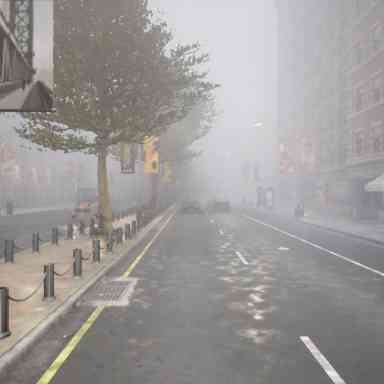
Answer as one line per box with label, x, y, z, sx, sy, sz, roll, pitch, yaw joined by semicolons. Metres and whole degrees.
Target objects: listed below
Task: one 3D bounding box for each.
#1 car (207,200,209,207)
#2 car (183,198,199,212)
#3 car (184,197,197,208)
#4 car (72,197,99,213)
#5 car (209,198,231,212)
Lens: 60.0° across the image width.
car;3.245;1.580;47.338;1.994;1.385;4.181;0;0;0
car;-0.132;1.614;38.939;1.895;1.301;4.718;0;0;-1
car;-0.202;1.542;48.044;1.812;1.442;4.674;0;0;1
car;-8.157;1.082;26.931;2.097;1.767;4.553;0;0;0
car;3.304;1.491;38.350;1.882;1.535;5.008;0;0;0
